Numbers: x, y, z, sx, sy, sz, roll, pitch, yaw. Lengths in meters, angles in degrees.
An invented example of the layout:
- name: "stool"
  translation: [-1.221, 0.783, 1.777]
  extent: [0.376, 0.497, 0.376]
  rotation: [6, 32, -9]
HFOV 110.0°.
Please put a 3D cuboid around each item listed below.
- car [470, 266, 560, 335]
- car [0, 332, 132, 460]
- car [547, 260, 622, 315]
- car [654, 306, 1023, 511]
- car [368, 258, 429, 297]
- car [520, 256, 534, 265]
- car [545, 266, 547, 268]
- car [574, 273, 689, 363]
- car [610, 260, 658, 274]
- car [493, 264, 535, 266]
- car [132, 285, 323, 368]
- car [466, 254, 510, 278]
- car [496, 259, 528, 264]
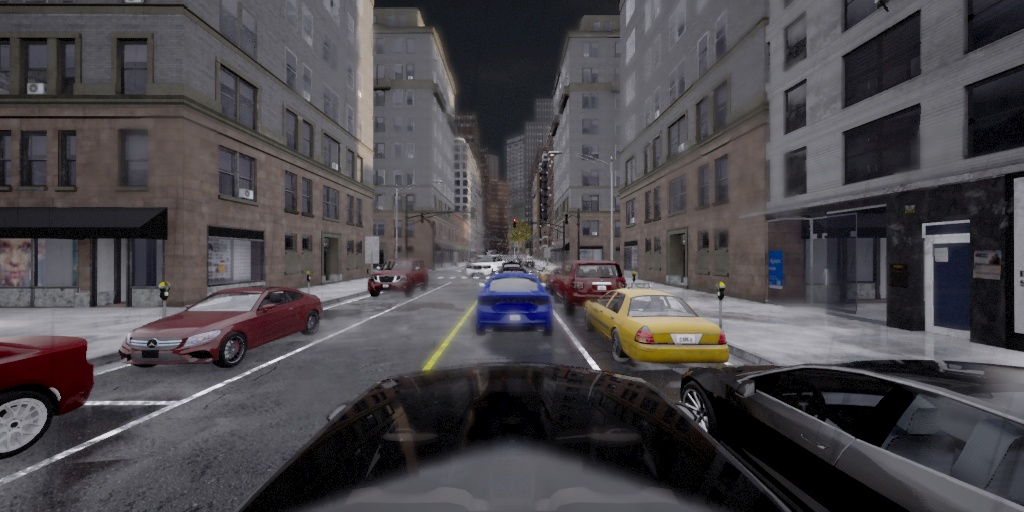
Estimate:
- name: "car"
  translation: [0.036, 1.222, 10.482]
  extent: [1.882, 1.535, 5.008]
  rotation: [0, 0, -1]
- name: "car"
  translation: [-5.763, 1.296, 2.264]
  extent: [1.888, 1.381, 4.507]
  rotation: [0, 0, 0]
- name: "car"
  translation: [2.746, 1.056, 13.376]
  extent: [2.192, 1.841, 5.009]
  rotation: [0, 0, 0]
- name: "car"
  translation: [2.762, 1.316, 2.270]
  extent: [1.948, 1.339, 4.313]
  rotation: [0, 0, 0]
- name: "car"
  translation: [-5.788, 1.046, 18.922]
  extent: [2.192, 1.841, 5.009]
  rotation: [0, 0, 0]
- name: "car"
  translation: [2.682, 1.133, 56.588]
  extent: [2.007, 1.370, 4.403]
  rotation: [0, 0, 0]
- name: "car"
  translation: [2.737, 1.313, 18.928]
  extent: [1.802, 1.307, 4.207]
  rotation: [0, 0, 0]
- name: "car"
  translation: [2.754, 1.272, 7.992]
  extent: [1.751, 1.417, 4.829]
  rotation: [0, 0, 0]
- name: "car"
  translation: [13.472, 1.166, 39.685]
  extent: [4.674, 1.442, 1.812]
  rotation: [0, 0, -1]
- name: "car"
  translation: [0.070, 1.297, 17.985]
  extent: [1.994, 1.385, 4.181]
  rotation: [0, 0, 0]
- name: "car"
  translation: [-5.771, 1.329, 7.816]
  extent: [1.802, 1.307, 4.207]
  rotation: [0, 0, 0]
- name: "car"
  translation: [-2.223, 0.901, 32.286]
  extent: [2.150, 2.045, 5.566]
  rotation: [-1, 0, 15]
- name: "car"
  translation: [0.010, 1.216, 26.898]
  extent: [1.837, 1.490, 4.892]
  rotation: [0, 0, 0]
